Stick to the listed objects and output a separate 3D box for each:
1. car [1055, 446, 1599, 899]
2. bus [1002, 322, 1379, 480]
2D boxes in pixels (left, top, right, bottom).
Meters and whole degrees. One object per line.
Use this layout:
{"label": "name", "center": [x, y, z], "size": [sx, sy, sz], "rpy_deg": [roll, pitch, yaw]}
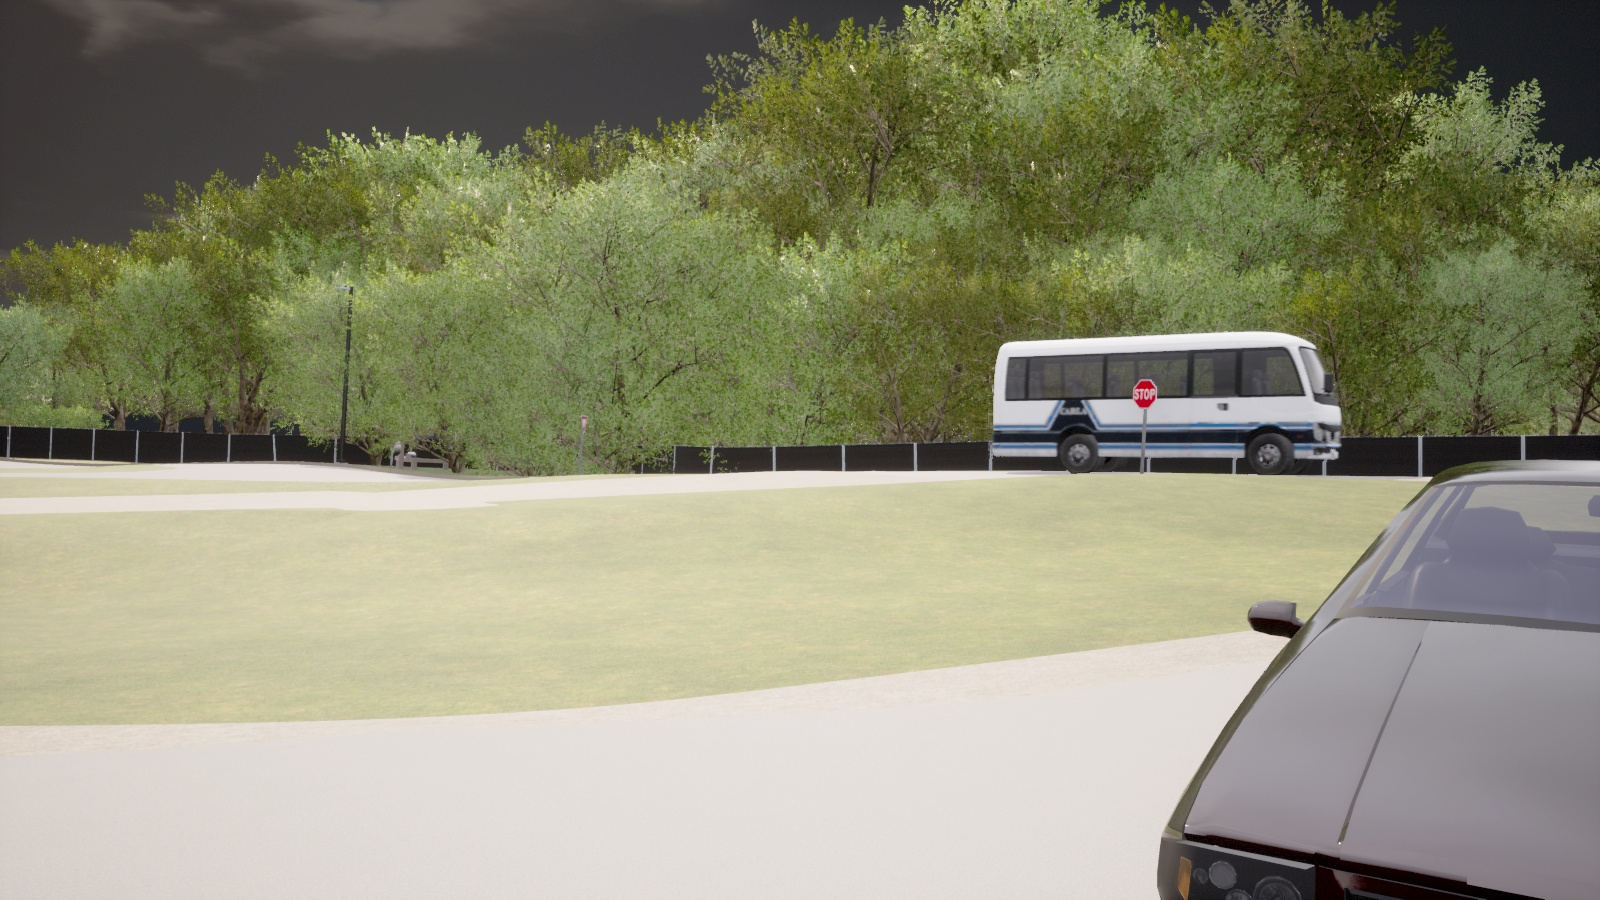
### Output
{"label": "car", "center": [2.823, 0.751, 4.234], "size": [2.033, 1.411, 5.357], "rpy_deg": [2, 2, 33]}
{"label": "bus", "center": [11.719, -1.347, 38.256], "size": [10.273, 4.253, 3.944], "rpy_deg": [0, 0, 33]}
